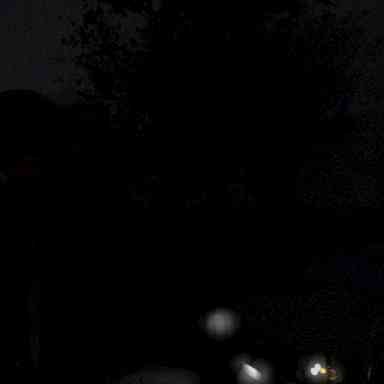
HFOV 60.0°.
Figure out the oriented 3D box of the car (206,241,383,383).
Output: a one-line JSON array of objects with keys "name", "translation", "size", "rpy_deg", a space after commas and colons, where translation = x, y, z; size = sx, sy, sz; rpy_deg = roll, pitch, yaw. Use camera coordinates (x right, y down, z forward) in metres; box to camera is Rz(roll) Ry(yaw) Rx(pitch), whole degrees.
[{"name": "car", "translation": [2.815, 1.525, 5.075], "size": [5.357, 1.411, 2.033], "rpy_deg": [0, 0, -35]}]
